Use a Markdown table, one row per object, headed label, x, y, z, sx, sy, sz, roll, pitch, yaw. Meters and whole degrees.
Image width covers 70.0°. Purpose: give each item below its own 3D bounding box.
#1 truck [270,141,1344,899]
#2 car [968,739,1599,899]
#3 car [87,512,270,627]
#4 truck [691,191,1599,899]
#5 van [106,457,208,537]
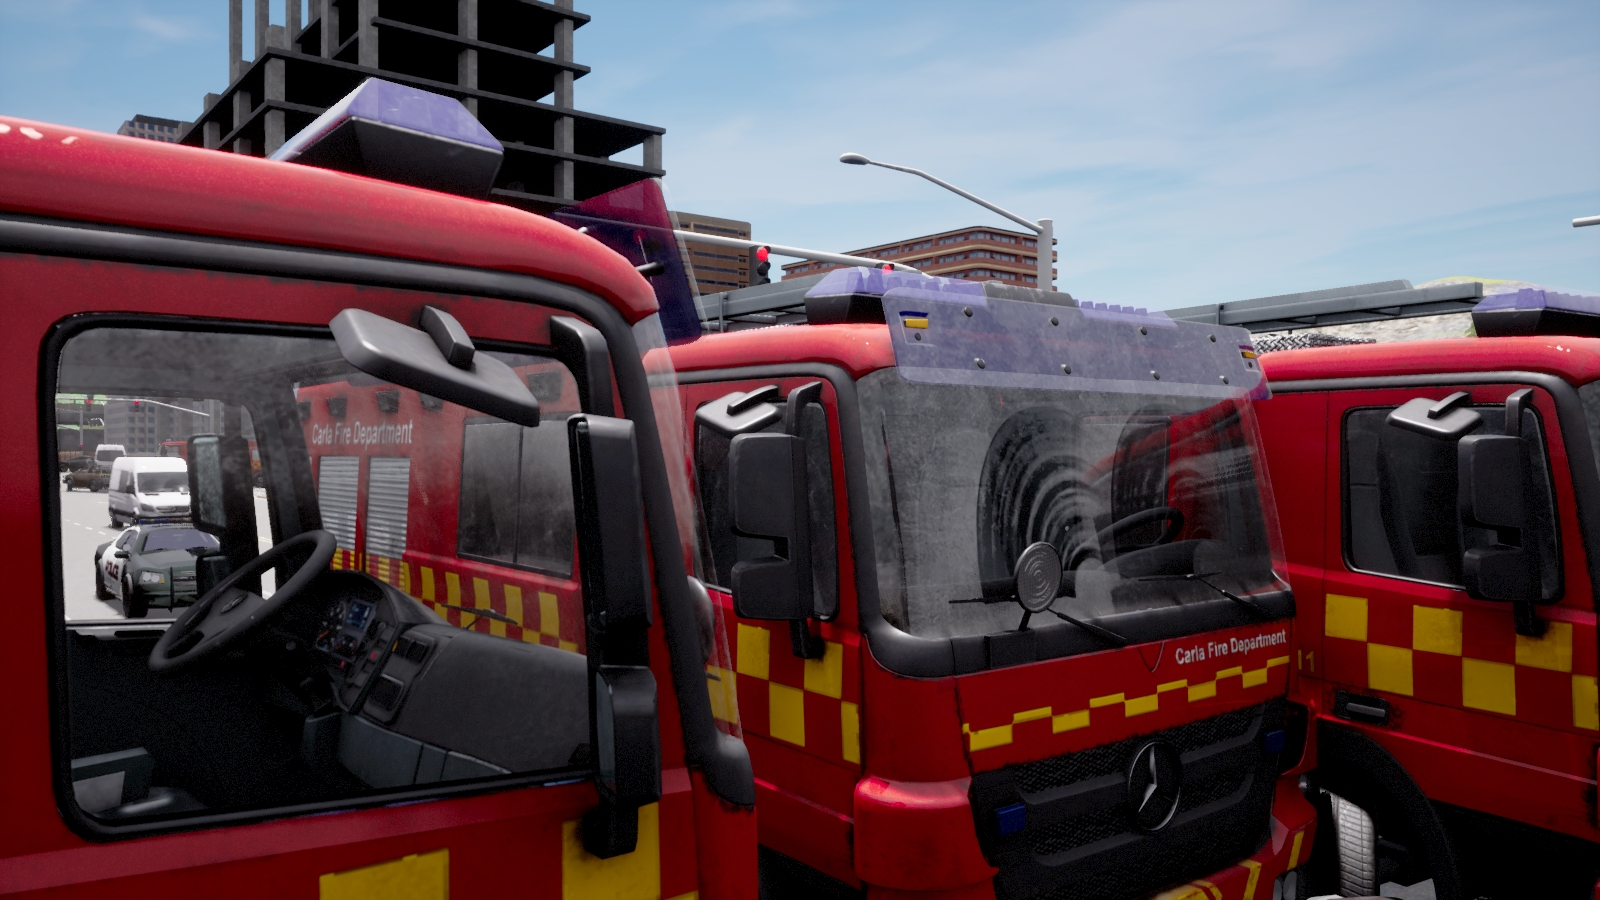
| label | x | y | z | sx | sy | sz | roll | pitch | yaw |
| --- | --- | --- | --- | --- | --- | --- | --- | --- | --- |
| truck | -1.099 | 0.890 | 8.003 | 2.891 | 3.827 | 8.468 | 0 | 0 | -38 |
| car | 2.437 | 2.065 | 3.109 | 1.970 | 1.475 | 3.806 | 0 | 0 | -30 |
| car | -11.386 | 2.037 | 20.746 | 2.038 | 1.542 | 4.974 | 0 | 0 | -39 |
| truck | 2.348 | 0.890 | 8.605 | 2.891 | 3.827 | 8.468 | 0 | 0 | -31 |
| van | -22.510 | 1.534 | 39.873 | 1.988 | 2.561 | 5.915 | 0 | 0 | -41 |
